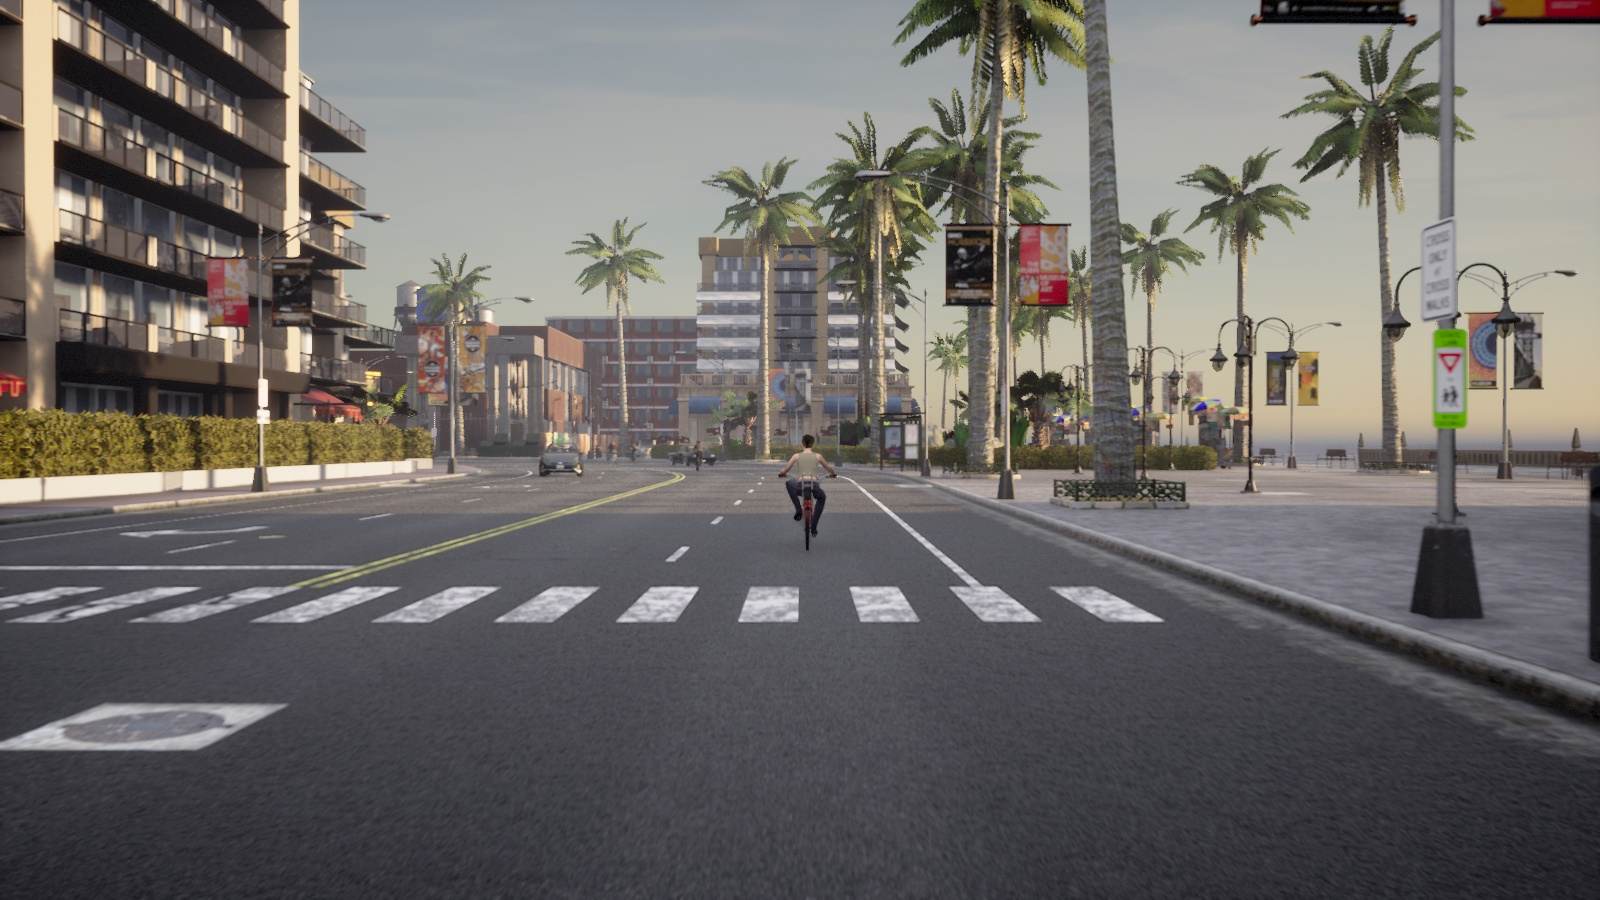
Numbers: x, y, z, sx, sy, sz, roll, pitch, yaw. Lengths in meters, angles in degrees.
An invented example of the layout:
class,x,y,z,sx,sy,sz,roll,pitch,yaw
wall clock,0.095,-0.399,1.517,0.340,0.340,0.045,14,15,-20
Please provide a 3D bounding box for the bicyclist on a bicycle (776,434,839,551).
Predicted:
class,x,y,z,sx,sy,sz,roll,pitch,yaw
bicyclist on a bicycle,0.110,0.582,17.984,0.866,1.612,1.509,0,0,1

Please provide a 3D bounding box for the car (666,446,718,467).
class,x,y,z,sx,sy,sz,roll,pitch,yaw
car,-7.067,0.382,81.541,1.895,1.301,4.718,0,0,-24

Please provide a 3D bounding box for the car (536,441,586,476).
class,x,y,z,sx,sy,sz,roll,pitch,yaw
car,-10.760,0.364,56.850,2.007,1.525,4.514,0,0,-8
